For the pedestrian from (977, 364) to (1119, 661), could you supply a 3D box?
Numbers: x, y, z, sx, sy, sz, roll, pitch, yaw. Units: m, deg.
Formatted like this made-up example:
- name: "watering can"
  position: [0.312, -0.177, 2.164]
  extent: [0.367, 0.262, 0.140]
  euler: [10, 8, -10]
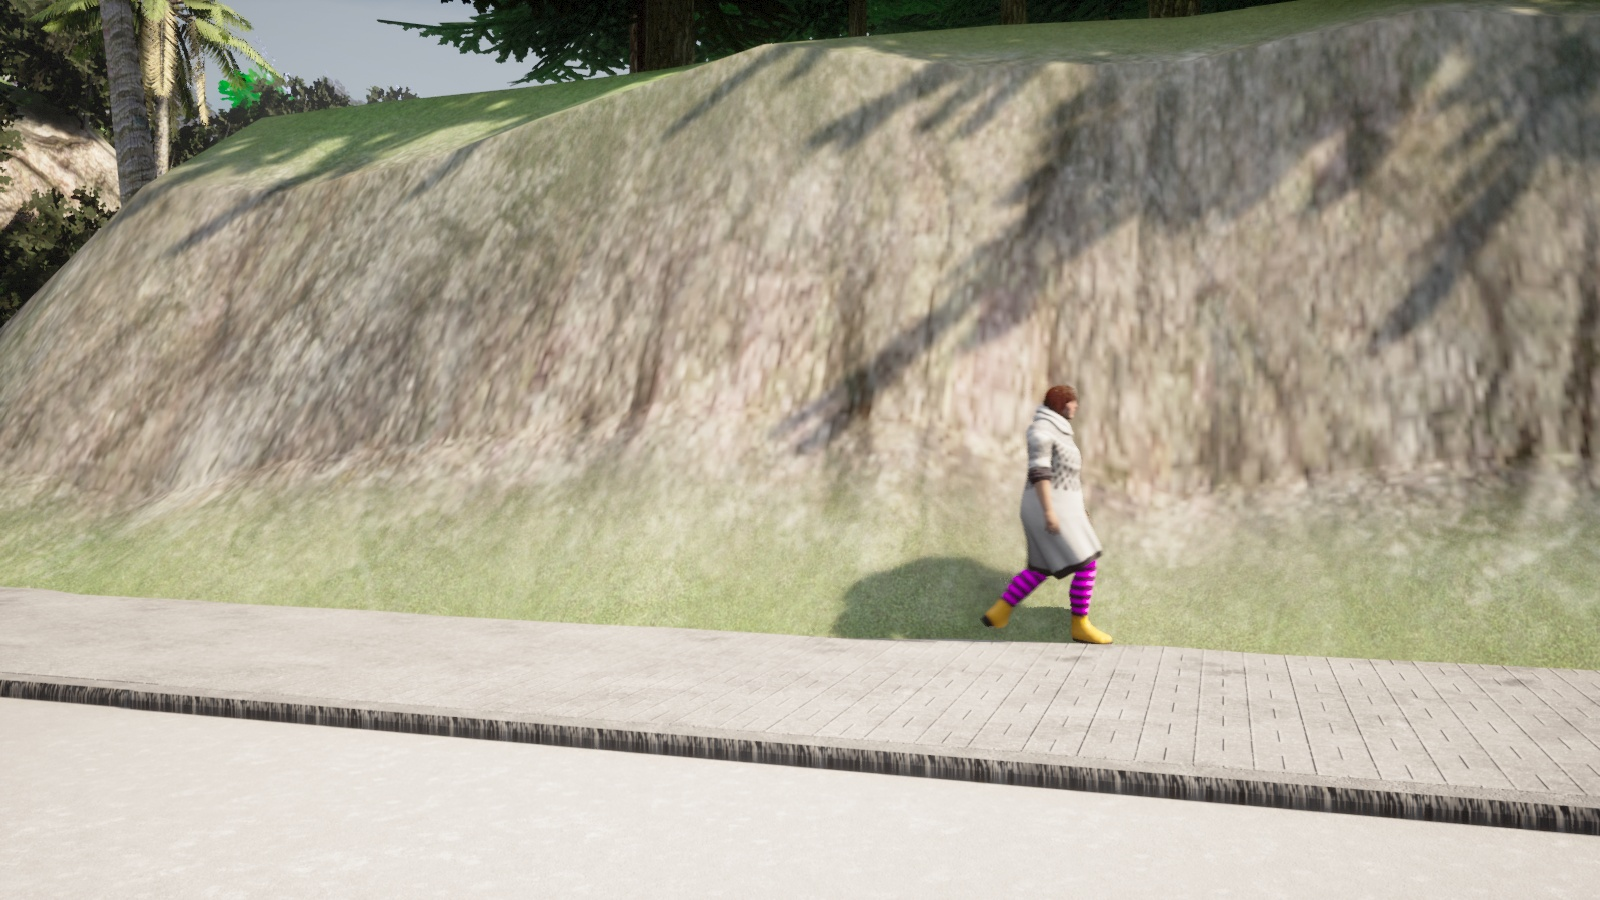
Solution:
- name: "pedestrian"
  position: [1.725, 0.404, 8.699]
  extent: [0.873, 1.952, 0.659]
  euler: [1, 1, 19]
